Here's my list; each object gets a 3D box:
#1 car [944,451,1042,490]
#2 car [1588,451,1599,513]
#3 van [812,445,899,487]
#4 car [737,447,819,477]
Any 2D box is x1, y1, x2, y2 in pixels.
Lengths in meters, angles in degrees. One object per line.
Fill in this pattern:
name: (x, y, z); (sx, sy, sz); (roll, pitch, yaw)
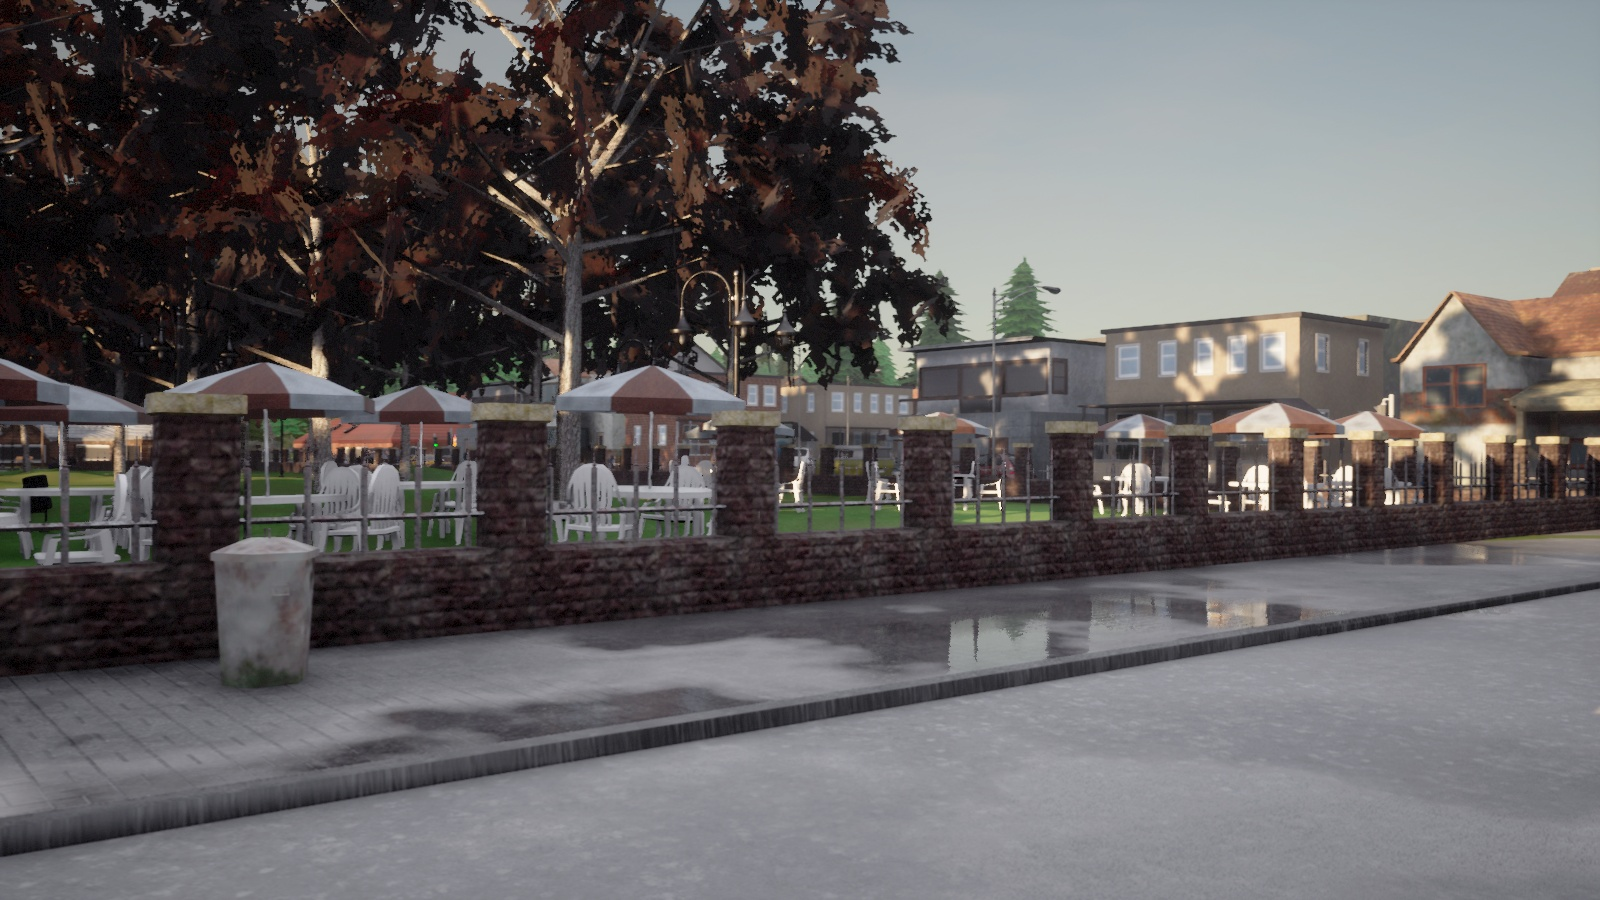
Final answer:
car: (8.316, 0.866, 54.377); (1.851, 1.617, 3.988); (0, 0, -39)
car: (22.486, 0.805, 30.504); (1.801, 1.575, 5.366); (0, 0, -39)
van: (2.658, 0.750, 61.364); (1.775, 1.987, 4.442); (0, 0, -39)
car: (-1.534, 0.826, 87.683); (5.566, 2.045, 2.150); (0, 0, -39)
